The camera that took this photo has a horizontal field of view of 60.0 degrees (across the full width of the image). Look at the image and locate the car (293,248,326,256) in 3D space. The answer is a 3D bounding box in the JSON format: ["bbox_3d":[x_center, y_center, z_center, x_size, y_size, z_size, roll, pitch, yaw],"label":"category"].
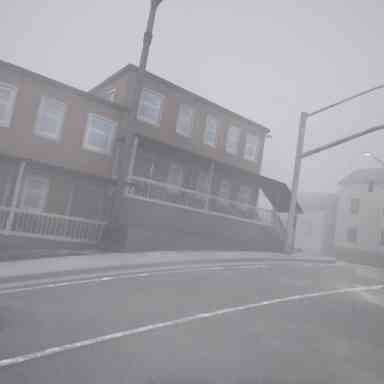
[{"bbox_3d":[9.655,5.679,29.298,1.812,1.442,4.674,13,-16,-34],"label":"car"}]
